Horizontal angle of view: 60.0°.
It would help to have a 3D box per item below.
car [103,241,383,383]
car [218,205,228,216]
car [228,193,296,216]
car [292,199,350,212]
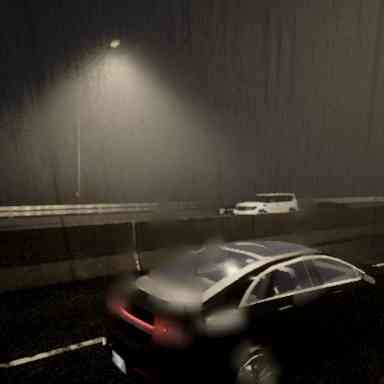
[{"bbox_3d":[1.245,1.473,4.752,4.902,1.511,2.128,0,0,-35],"label":"car"},{"bbox_3d":[4.438,1.385,28.484,4.902,1.511,2.128,0,0,-35],"label":"car"},{"bbox_3d":[5.712,1.121,25.113,5.566,2.045,2.150,0,0,-35],"label":"car"},{"bbox_3d":[9.454,1.416,23.447,4.674,1.442,1.812,0,0,-35],"label":"car"}]
